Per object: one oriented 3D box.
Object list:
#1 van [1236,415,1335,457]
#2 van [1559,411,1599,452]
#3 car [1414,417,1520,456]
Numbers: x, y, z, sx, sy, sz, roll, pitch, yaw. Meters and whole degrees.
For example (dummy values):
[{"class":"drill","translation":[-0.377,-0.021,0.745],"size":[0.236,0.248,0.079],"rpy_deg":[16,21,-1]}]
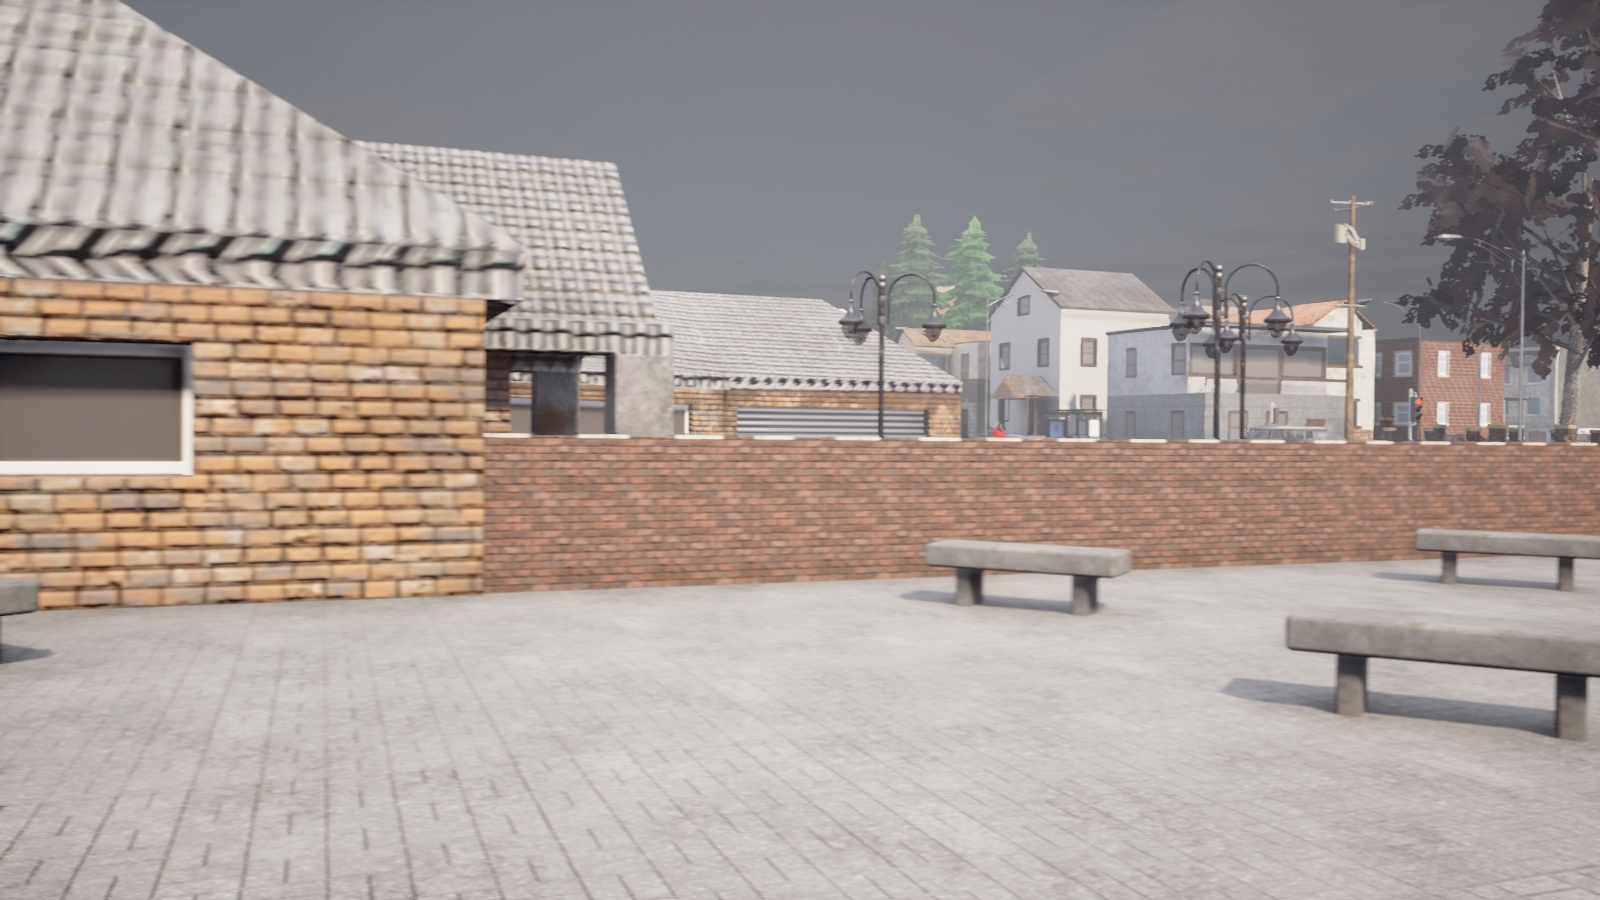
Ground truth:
[{"class":"van","translation":[23.718,-0.703,61.318],"size":[4.442,1.987,1.775],"rpy_deg":[-1,1,-21]},{"class":"van","translation":[40.927,-0.955,63.534],"size":[4.480,2.038,2.069],"rpy_deg":[-1,1,-23]},{"class":"car","translation":[31.894,-0.666,60.064],"size":[4.553,1.767,2.097],"rpy_deg":[-1,1,-24]}]
